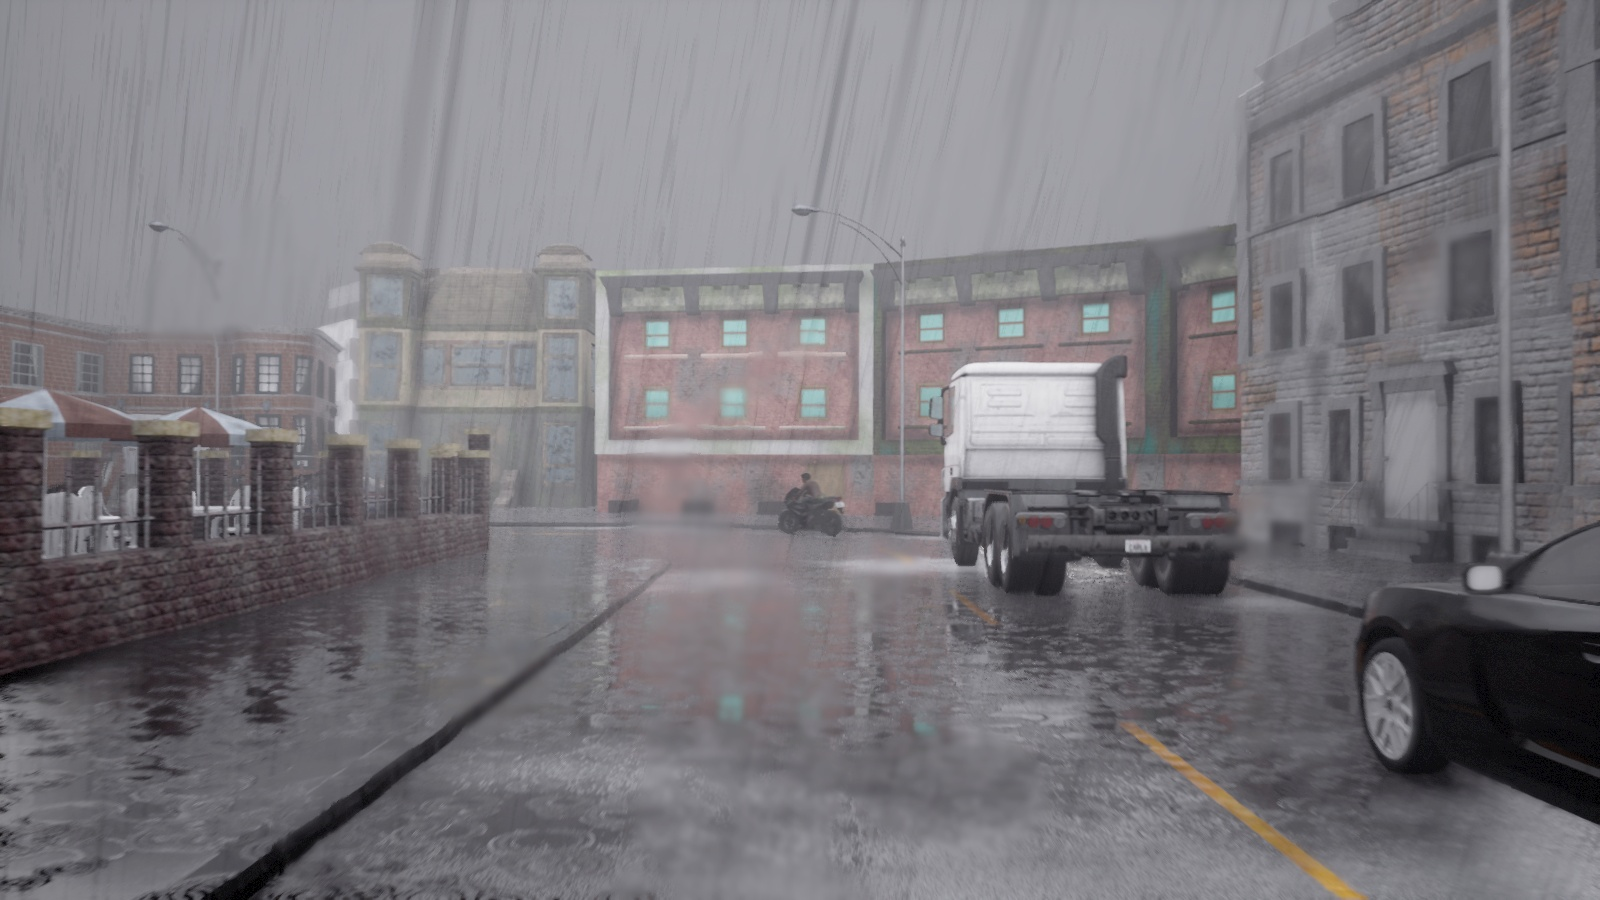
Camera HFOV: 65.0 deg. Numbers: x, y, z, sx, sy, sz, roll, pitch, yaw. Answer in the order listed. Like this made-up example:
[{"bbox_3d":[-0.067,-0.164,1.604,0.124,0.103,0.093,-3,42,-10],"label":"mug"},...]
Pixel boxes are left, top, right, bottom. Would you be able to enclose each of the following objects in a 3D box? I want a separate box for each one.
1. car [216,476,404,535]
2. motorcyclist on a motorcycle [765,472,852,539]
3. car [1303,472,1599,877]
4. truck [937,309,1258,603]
[{"bbox_3d":[-12.732,1.428,32.783,4.193,1.474,1.816,0,-1,0],"label":"car"},{"bbox_3d":[0.198,1.303,30.154,2.044,1.523,0.797,-1,0,43],"label":"motorcyclist on a motorcycle"},{"bbox_3d":[3.987,0.861,5.061,1.882,1.535,5.008,0,-1,0],"label":"car"},{"bbox_3d":[3.950,0.132,18.822,2.891,3.462,7.936,0,-1,0],"label":"truck"}]
